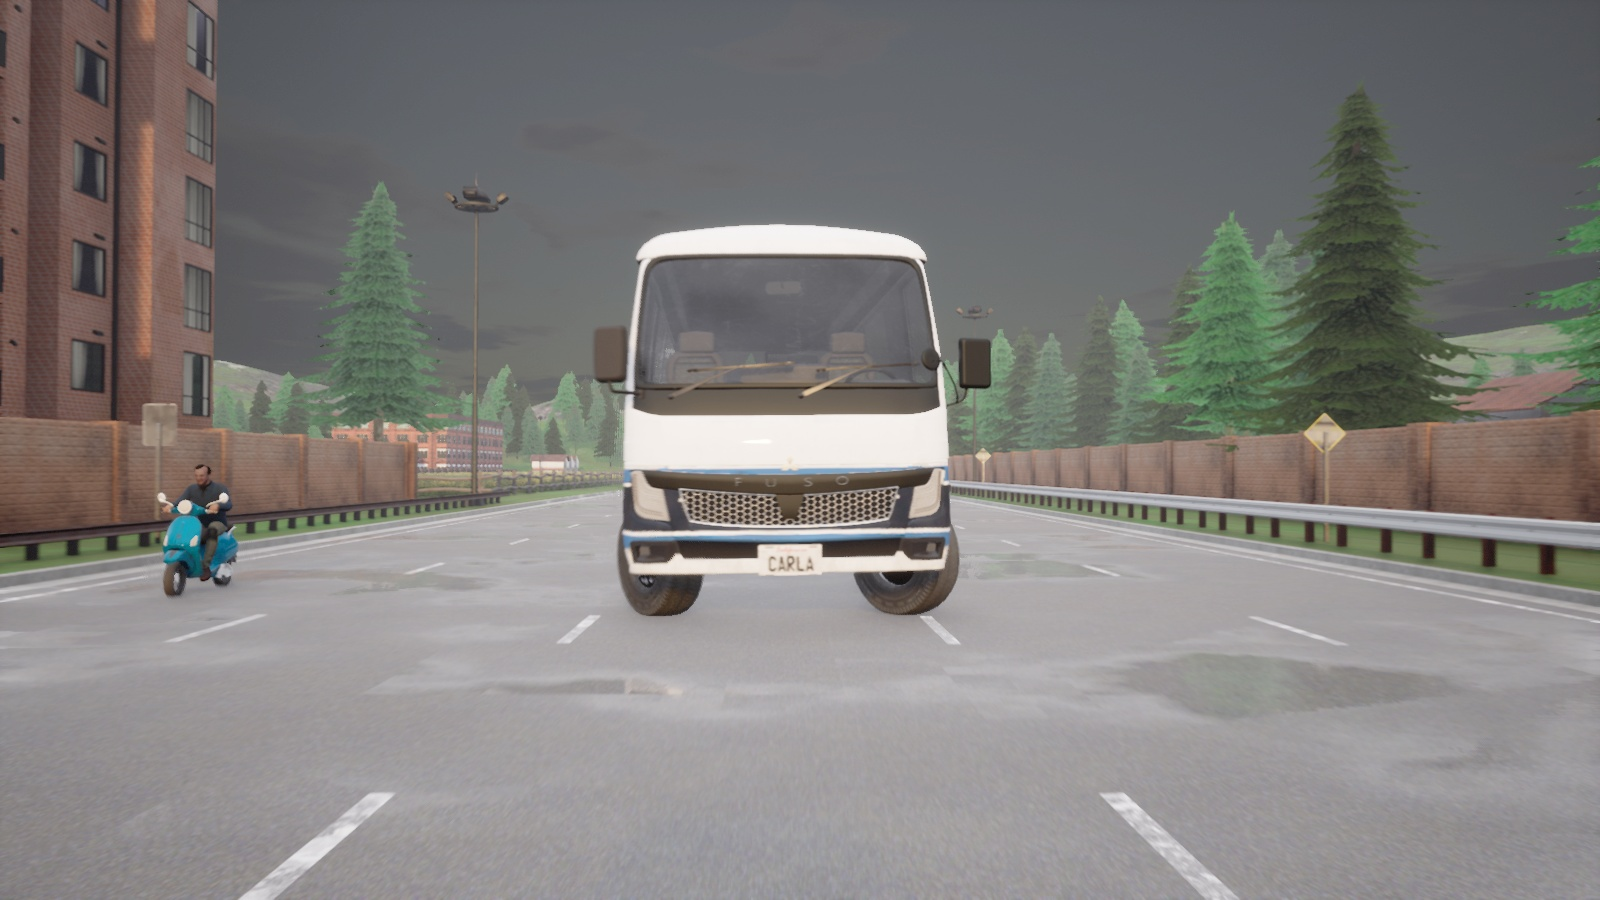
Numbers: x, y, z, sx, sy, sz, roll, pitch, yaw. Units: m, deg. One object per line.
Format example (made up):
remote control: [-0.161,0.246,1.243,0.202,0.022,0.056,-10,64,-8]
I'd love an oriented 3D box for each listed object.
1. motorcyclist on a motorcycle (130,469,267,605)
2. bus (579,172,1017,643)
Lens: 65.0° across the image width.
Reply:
motorcyclist on a motorcycle: [-7.459,1.040,15.680,0.866,1.590,1.817,0,-1,-1]
bus: [-0.356,-0.303,16.607,3.944,4.253,10.273,-1,-1,-4]
